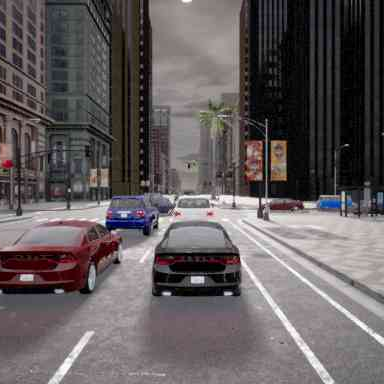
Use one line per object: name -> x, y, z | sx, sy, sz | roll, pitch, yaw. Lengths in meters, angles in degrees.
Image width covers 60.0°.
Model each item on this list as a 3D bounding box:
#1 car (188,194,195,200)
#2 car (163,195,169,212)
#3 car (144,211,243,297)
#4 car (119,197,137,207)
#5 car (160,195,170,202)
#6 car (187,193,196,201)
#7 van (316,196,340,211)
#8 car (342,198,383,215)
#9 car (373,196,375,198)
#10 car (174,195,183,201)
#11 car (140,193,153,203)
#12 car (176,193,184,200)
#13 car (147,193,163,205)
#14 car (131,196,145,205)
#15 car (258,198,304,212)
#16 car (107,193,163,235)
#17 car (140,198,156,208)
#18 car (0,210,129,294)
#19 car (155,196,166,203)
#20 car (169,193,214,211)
car -> -0.076, 1.395, 92.516 | 2.033, 1.411, 5.357 | 0, 0, 0
car -> -3.990, 1.351, 31.561 | 2.097, 1.767, 4.553 | 0, 0, 45
car -> 0.092, 1.477, 8.648 | 1.882, 1.535, 5.008 | 0, 0, 0
car -> -9.926, 1.493, 51.868 | 2.128, 1.511, 4.902 | 0, 0, -3
car -> -6.567, 1.528, 81.487 | 2.128, 1.511, 4.902 | 0, 0, 0
car -> -0.068, 1.222, 82.127 | 2.150, 2.045, 5.566 | 0, 0, 0
van -> 17.033, 1.314, 39.840 | 3.998, 1.788, 1.690 | 0, 0, 0
car -> 17.044, 1.548, 31.316 | 4.403, 1.369, 2.008 | 0, 0, 0
car -> 22.710, 1.284, 39.846 | 5.009, 1.841, 2.192 | 0, 0, 0
car -> -3.318, 1.496, 81.677 | 1.837, 1.490, 4.892 | 0, 0, 0
car -> -9.810, 1.229, 71.911 | 2.150, 2.045, 5.566 | 0, 0, 0
car -> -3.326, 1.193, 92.067 | 2.097, 1.767, 4.553 | 0, 0, 0
car -> -6.621, 1.224, 60.388 | 2.150, 2.045, 5.566 | 0, 0, 1
car -> -9.863, 1.528, 61.513 | 1.812, 1.442, 4.674 | 0, 0, 0
car -> 9.956, 1.463, 37.386 | 5.008, 1.535, 1.882 | 0, 0, 4
car -> -3.194, 1.221, 18.664 | 2.150, 2.045, 5.566 | 0, 0, 2
car -> -6.620, 1.602, 50.620 | 1.895, 1.301, 4.718 | 0, 0, -1
car -> -3.157, 1.477, 8.800 | 1.882, 1.535, 5.008 | 0, 0, 0
car -> -6.558, 1.598, 70.459 | 1.895, 1.301, 4.718 | 0, 0, 0
car -> 0.086, 1.221, 18.607 | 2.150, 2.045, 5.566 | 0, 0, 0
